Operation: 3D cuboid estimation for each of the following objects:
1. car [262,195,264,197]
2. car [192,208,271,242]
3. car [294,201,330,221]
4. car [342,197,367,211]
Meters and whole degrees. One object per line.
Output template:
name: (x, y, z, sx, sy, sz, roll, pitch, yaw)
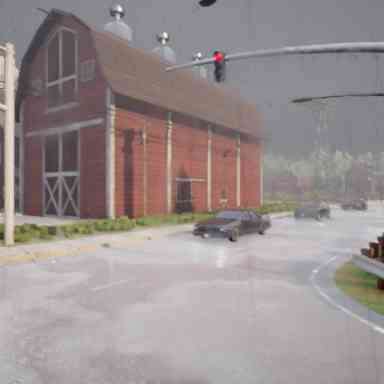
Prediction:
car: (17.549, 1.458, 85.735, 1.784, 1.438, 3.905, 0, 0, 36)
car: (2.222, 1.550, 16.843, 2.033, 1.411, 5.357, 0, 0, 37)
car: (9.875, 1.508, 27.170, 1.837, 1.490, 4.892, 0, 0, 36)
car: (19.730, 1.354, 40.401, 2.097, 1.767, 4.553, 0, 0, 37)
